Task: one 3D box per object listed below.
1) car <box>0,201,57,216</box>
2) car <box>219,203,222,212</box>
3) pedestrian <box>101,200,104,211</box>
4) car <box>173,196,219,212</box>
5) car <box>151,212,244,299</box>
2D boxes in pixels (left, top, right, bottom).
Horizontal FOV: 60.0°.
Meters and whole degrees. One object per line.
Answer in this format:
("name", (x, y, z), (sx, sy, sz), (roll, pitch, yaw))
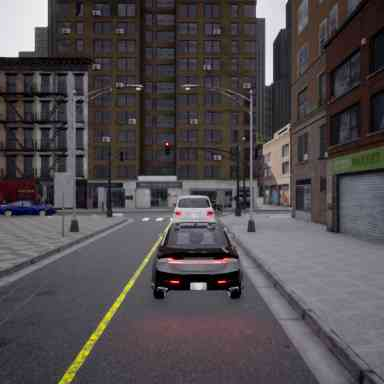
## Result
("car", (-15.487, 1.576, 31.649), (5.008, 1.535, 1.882), (0, 0, -2))
("car", (0.701, 1.481, 32.563), (4.892, 1.490, 1.837), (0, -1, -32))
("pedestrian", (-10.174, 1.496, 37.960), (0.375, 1.300, 0.375), (0, 0, -1))
("car", (0.092, 1.214, 18.894), (2.150, 2.045, 5.566), (0, 0, 0))
("car", (0.097, 1.490, 8.440), (2.128, 1.511, 4.902), (0, 0, 0))
